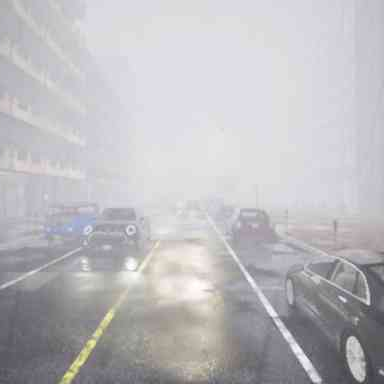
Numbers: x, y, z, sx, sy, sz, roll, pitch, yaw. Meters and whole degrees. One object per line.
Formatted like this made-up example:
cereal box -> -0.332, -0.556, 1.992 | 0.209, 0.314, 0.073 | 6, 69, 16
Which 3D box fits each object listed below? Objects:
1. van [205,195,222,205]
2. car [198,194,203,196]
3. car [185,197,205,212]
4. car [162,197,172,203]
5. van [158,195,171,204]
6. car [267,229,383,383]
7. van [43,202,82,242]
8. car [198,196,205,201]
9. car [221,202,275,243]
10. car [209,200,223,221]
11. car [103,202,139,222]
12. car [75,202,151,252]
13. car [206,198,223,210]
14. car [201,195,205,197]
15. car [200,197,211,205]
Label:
van -> 2.700, 1.426, 38.228 | 1.690, 1.788, 3.998 | 0, 0, 0
car -> 2.704, 1.463, 60.320 | 2.192, 1.841, 5.009 | 0, 0, 0
car -> 0.108, 1.636, 39.896 | 2.033, 1.411, 5.357 | 0, 0, 0
car -> -5.675, 1.769, 76.889 | 1.947, 1.339, 4.313 | 0, 0, 0
van -> -5.676, 1.507, 65.843 | 1.690, 1.788, 3.998 | 0, 0, 0
car -> 2.694, 1.560, 5.091 | 2.008, 1.369, 4.403 | 0, 0, 0
van -> -5.684, 1.372, 16.138 | 1.690, 1.788, 3.998 | 0, 0, 0
car -> 2.709, 1.831, 93.455 | 1.947, 1.339, 4.313 | 0, 0, 0
car -> 2.696, 1.471, 16.135 | 1.967, 1.590, 4.097 | 0, 0, 0
car -> 2.698, 1.622, 27.181 | 1.947, 1.339, 4.313 | 0, 0, 0
car -> -5.683, 1.607, 27.183 | 2.008, 1.369, 4.403 | 0, 0, 0
car -> -3.011, 1.378, 14.057 | 2.097, 1.767, 4.553 | 0, 0, 0
car -> 2.699, 1.614, 32.704 | 1.887, 1.381, 4.507 | 0, 0, 0
car -> 2.702, 1.682, 54.795 | 2.008, 1.369, 4.403 | 0, 0, 0
car -> 2.704, 1.731, 65.841 | 1.947, 1.339, 4.313 | 0, 0, 0
